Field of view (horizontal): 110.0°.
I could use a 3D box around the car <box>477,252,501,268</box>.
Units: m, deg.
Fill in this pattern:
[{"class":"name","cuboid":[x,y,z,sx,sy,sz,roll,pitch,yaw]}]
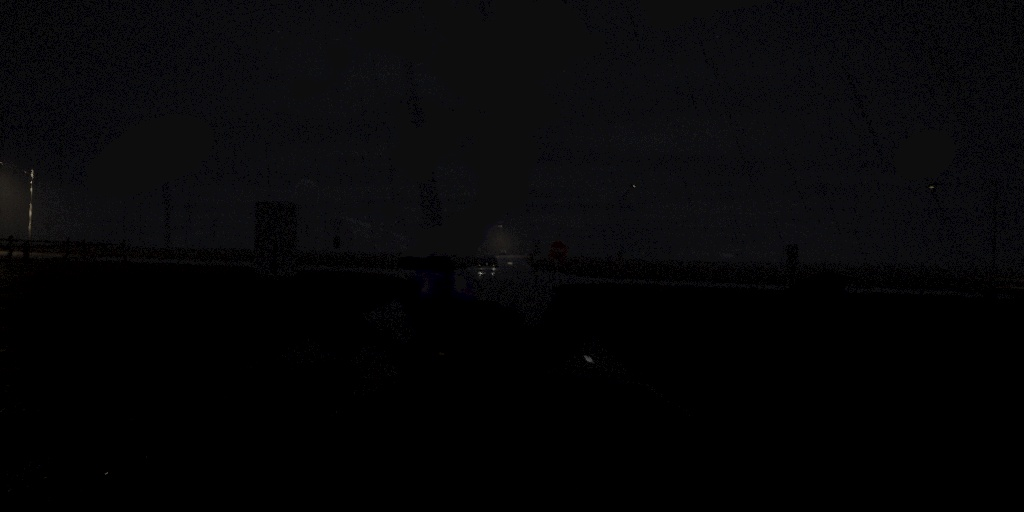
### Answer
[{"class":"car","cuboid":[-2.533,0.535,38.026,1.994,1.385,4.181,0,2,0]}]
